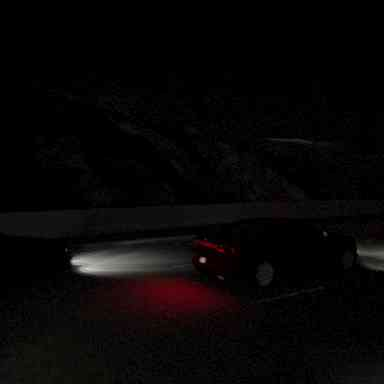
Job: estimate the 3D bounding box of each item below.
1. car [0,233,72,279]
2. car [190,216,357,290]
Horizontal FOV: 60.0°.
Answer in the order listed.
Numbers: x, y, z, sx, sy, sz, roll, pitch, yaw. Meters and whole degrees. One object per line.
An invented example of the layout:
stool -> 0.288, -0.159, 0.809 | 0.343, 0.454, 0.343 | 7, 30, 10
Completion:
car -> -5.889, 1.504, 8.182 | 5.357, 1.411, 2.033 | -1, 1, -34
car -> 2.353, 1.395, 8.934 | 5.008, 1.535, 1.882 | -1, 0, -31
